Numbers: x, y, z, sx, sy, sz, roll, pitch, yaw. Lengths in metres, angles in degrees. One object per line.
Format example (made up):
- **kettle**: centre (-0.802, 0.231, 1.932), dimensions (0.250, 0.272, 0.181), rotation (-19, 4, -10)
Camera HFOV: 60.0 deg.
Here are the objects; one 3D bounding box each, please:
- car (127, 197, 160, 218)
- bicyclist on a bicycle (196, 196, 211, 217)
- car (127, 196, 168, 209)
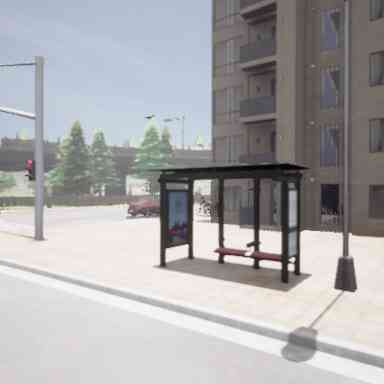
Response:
- **car**: centre (-3.549, 1.388, 28.782), dimensions (1.812, 1.442, 4.674), rotation (0, 0, 36)
- **bicyclist on a bicycle**: centre (0.985, 1.184, 26.857), dimensions (1.656, 1.620, 0.582), rotation (0, 0, 36)
- **car**: centre (-5.679, 1.312, 42.916), dimensions (2.128, 1.511, 4.902), rotation (0, 0, 44)
